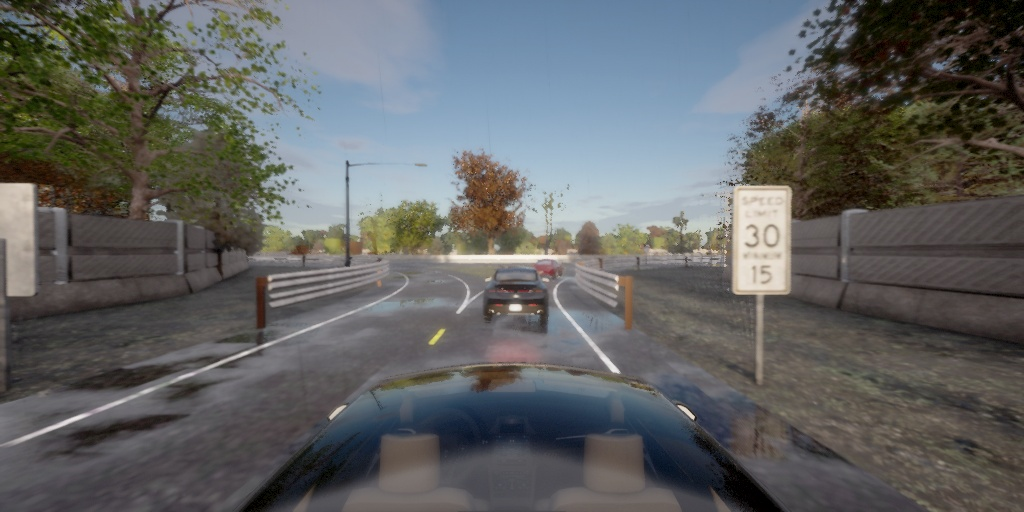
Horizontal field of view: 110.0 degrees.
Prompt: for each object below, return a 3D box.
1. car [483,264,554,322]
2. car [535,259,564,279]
[{"bbox_3d":[0.158,1.111,11.586,1.837,1.490,4.892,0,-1,2],"label":"car"},{"bbox_3d":[2.708,0.920,27.095,1.812,1.442,4.674,0,1,17],"label":"car"}]
